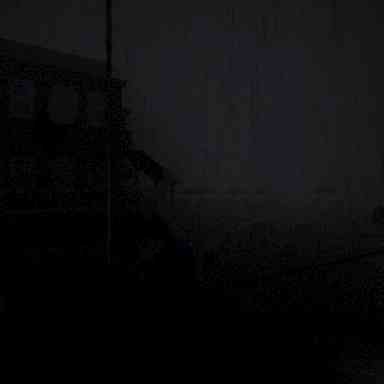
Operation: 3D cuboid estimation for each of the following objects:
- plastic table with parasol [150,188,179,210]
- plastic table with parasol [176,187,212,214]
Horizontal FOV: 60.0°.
[{"bbox_3d":[-3.304,0.803,39.276,2.482,2.480,2.482,0,0,-36],"label":"plastic table with parasol"},{"bbox_3d":[0.206,0.811,32.297,2.482,2.480,2.482,0,0,-36],"label":"plastic table with parasol"}]
